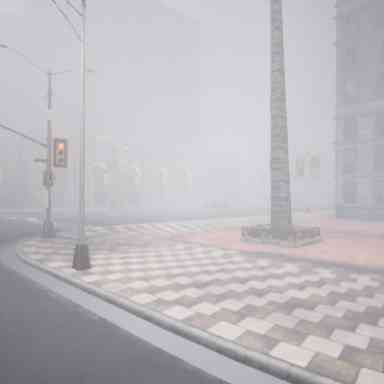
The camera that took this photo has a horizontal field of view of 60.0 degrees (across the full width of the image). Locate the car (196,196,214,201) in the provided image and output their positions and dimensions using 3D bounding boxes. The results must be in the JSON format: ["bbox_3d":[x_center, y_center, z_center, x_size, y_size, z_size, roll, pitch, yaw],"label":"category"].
[{"bbox_3d":[3.598,1.891,92.111,1.895,1.301,4.718,1,0,-45],"label":"car"}]

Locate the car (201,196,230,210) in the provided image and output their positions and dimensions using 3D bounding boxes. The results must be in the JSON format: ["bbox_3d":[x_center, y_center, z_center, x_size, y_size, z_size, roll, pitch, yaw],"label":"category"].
[{"bbox_3d":[3.251,1.683,44.762,4.674,1.442,1.812,1,0,-45],"label":"car"}]

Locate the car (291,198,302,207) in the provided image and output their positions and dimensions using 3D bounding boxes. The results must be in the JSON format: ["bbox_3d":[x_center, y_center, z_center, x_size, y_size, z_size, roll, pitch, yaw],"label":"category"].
[{"bbox_3d":[17.873,1.842,59.118,4.892,1.490,1.837,1,0,-45],"label":"car"}]
